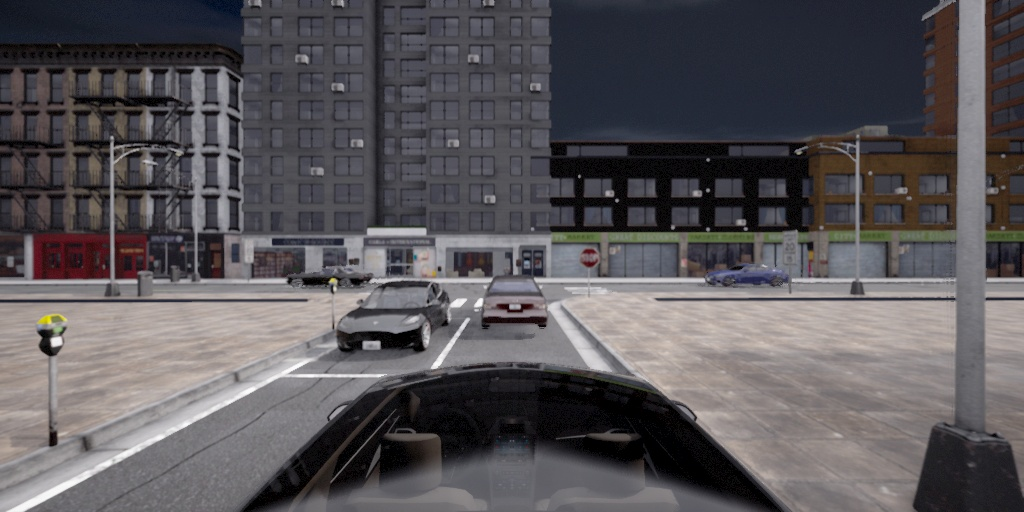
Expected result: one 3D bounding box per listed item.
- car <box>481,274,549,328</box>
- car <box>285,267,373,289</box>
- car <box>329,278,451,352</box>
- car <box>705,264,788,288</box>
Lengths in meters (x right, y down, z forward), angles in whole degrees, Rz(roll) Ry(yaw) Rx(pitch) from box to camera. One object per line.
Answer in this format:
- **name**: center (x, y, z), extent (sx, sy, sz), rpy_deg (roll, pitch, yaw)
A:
- **car**: center (0.040, 1.284, 11.266), extent (2.033, 1.411, 5.357), rpy_deg (0, 0, -1)
- **car**: center (-11.406, 1.339, 22.475), extent (4.718, 1.301, 1.895), rpy_deg (0, 0, 0)
- **car**: center (-2.642, 1.305, 8.927), extent (1.948, 1.339, 4.313), rpy_deg (0, 0, 0)
- **car**: center (14.651, 1.206, 22.480), extent (4.674, 1.442, 1.812), rpy_deg (0, 0, 0)
